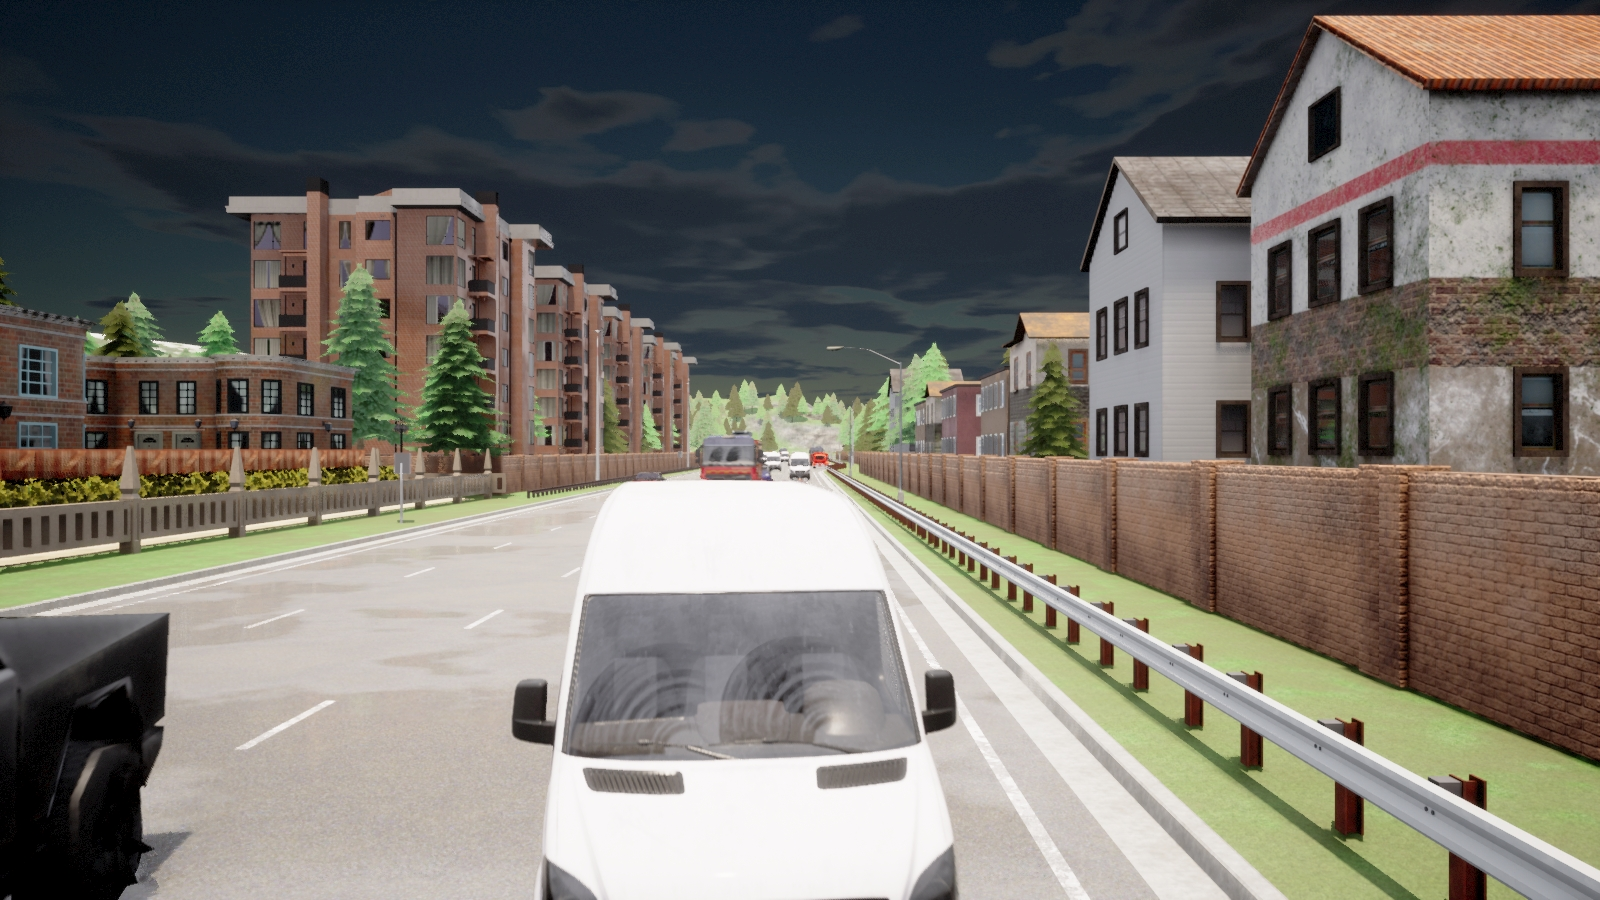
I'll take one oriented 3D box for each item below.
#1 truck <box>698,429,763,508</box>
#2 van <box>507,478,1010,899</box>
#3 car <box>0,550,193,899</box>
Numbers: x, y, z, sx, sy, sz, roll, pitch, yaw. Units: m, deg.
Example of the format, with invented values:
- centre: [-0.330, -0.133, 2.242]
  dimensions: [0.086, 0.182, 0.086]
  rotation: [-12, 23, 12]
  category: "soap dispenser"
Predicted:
- centre: [-3.498, 0.919, 59.568]
  dimensions: [2.891, 3.827, 8.468]
  rotation: [0, 0, 0]
  category: "truck"
- centre: [-0.488, 1.539, 7.443]
  dimensions: [1.988, 2.561, 5.915]
  rotation: [0, 0, -7]
  category: "van"
- centre: [-4.896, 1.757, 4.809]
  dimensions: [2.390, 2.098, 6.274]
  rotation: [0, 0, -11]
  category: "car"
